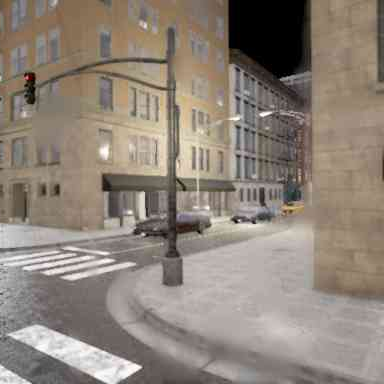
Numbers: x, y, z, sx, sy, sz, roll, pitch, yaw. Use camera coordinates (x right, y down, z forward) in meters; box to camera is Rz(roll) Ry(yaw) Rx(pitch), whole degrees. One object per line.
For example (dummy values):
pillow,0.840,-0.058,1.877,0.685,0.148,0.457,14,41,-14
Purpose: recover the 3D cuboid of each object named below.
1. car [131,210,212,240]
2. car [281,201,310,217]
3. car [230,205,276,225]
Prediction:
car,-0.902,1.737,18.720,2.033,1.411,5.357,-1,-1,35
car,11.136,1.781,35.623,1.882,1.535,5.008,-1,-1,36
car,5.109,1.795,27.166,2.033,1.411,5.357,-1,-1,36
